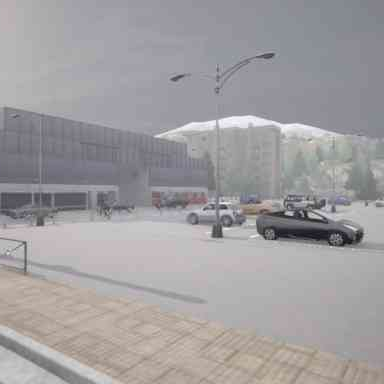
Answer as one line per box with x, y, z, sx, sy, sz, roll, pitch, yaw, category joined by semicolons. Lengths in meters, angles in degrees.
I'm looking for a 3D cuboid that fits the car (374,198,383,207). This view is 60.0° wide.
28.925;1.576;48.718;3.806;1.475;1.970;0;0;35;car

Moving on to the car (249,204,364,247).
5.143;1.490;14.850;4.514;1.523;2.007;0;0;35;car

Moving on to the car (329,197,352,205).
24.601;1.565;55.445;3.633;1.501;1.845;0;0;35;car

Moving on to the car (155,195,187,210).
-2.776;1.398;47.067;2.150;2.045;5.566;0;0;36;car

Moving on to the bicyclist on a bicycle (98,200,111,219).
-7.316;1.477;27.796;1.656;1.620;0.582;0;0;35;bicyclist on a bicycle

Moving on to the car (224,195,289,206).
4.971;1.345;27.337;5.027;1.636;2.152;0;0;35;car

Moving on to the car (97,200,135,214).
-8.805;1.668;38.616;2.128;1.511;4.902;0;0;35;car

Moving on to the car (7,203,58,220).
-14.562;1.740;30.518;1.994;1.385;4.181;0;0;35;car

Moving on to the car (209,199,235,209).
4.647;1.777;51.173;1.895;1.301;4.718;0;0;35;car

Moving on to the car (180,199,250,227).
1.518;1.424;21.918;3.806;1.475;1.970;0;0;35;car

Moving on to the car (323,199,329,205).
13.727;1.289;40.375;4.605;1.855;1.932;0;0;35;car

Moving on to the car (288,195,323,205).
12.380;1.268;37.767;3.866;1.878;1.905;0;0;35;car
